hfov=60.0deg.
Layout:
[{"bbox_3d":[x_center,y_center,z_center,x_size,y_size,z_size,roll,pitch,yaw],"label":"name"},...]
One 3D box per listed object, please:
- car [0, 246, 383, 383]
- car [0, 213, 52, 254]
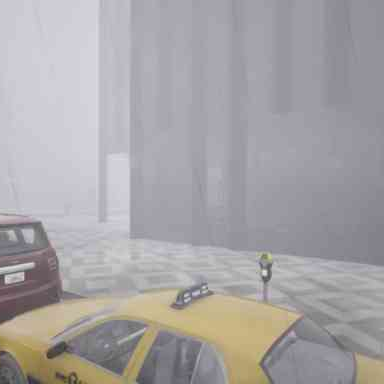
[{"bbox_3d":[-0.204,1.525,3.107,4.829,1.417,1.752,0,0,36],"label":"car"},{"bbox_3d":[-4.479,1.314,6.162,5.009,1.841,2.192,0,0,36],"label":"car"}]
